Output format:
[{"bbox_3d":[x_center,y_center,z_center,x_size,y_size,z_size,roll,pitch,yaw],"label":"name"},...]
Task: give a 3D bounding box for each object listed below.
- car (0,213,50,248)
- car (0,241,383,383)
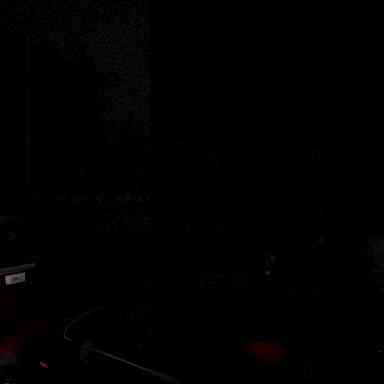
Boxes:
[{"bbox_3d":[-4.455,1.315,6.127,5.009,1.841,2.192,0,0,35],"label":"car"},{"bbox_3d":[-0.023,1.440,2.976,4.097,1.590,1.967,0,0,35],"label":"car"}]
